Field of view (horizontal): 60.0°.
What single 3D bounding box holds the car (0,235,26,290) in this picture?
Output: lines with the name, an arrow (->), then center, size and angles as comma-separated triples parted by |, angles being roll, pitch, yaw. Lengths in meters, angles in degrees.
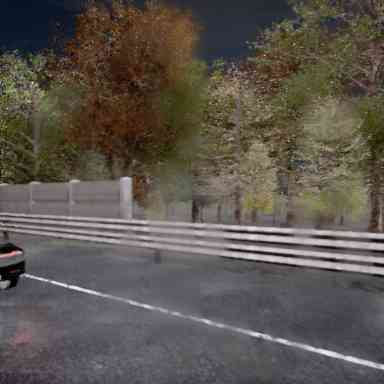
car -> -6.010, 1.579, 8.155 | 4.902, 1.511, 2.128 | -1, 0, 35
